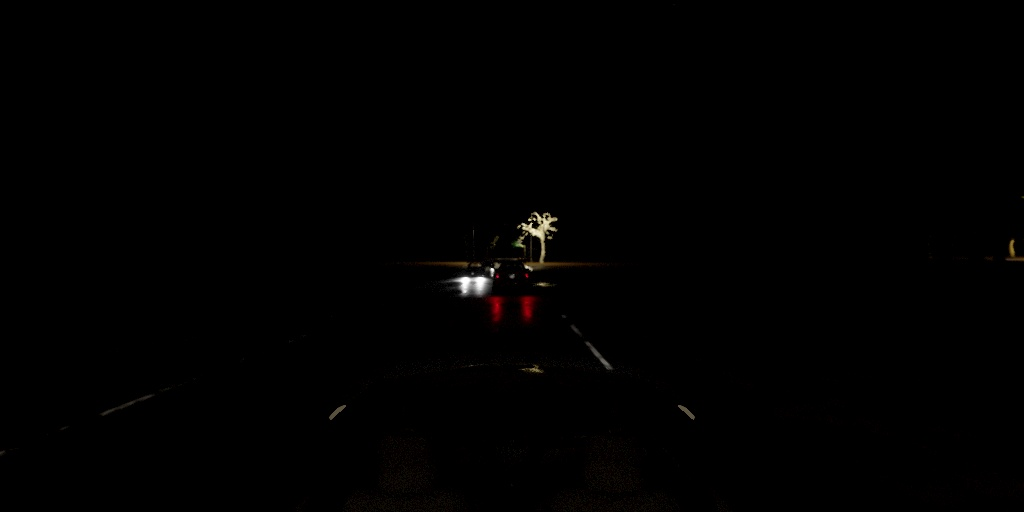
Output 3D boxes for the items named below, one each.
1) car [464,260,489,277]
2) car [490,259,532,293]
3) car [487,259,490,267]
[{"bbox_3d":[-3.739,1.367,36.270,1.895,1.301,4.718,0,0,0],"label":"car"},{"bbox_3d":[0.001,1.099,21.079,2.097,1.767,4.553,0,0,0],"label":"car"},{"bbox_3d":[-3.739,1.278,57.960,1.812,1.442,4.674,0,0,0],"label":"car"}]
